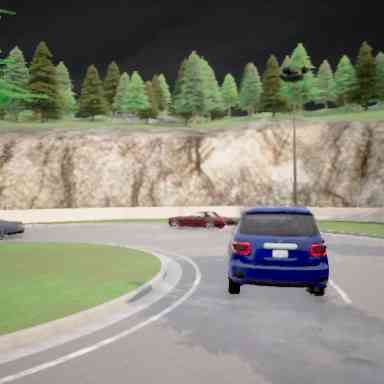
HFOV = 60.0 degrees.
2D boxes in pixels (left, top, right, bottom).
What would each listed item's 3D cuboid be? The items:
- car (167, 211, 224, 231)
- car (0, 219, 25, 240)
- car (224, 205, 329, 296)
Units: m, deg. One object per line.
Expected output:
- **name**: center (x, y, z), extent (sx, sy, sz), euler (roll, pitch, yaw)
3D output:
- **car**: center (0.538, 2.065, 24.341), extent (4.718, 1.301, 1.895), euler (-1, -1, 31)
- **car**: center (-12.447, 2.049, 18.815), extent (5.357, 1.411, 2.033), euler (0, -1, -28)
- **car**: center (2.137, 1.382, 9.325), extent (2.150, 2.045, 5.566), euler (0, -1, 8)
